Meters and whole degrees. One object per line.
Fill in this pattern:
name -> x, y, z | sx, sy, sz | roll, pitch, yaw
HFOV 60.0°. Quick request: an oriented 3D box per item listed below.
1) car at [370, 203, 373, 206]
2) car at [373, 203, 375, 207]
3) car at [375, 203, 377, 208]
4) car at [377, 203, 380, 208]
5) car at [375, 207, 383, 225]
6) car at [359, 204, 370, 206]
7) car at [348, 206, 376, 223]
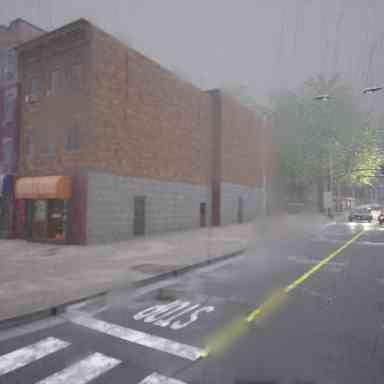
car -> 33.430, 3.280, 64.803 | 2.008, 1.369, 4.403 | 1, -1, 32
car -> 36.320, 3.429, 69.421 | 1.947, 1.339, 4.313 | 1, -1, 32
car -> 42.099, 3.722, 78.659 | 1.802, 1.307, 4.206 | 1, -1, 32
car -> 44.995, 3.597, 83.282 | 2.192, 1.841, 5.009 | 1, -1, 32
car -> 18.920, 2.420, 31.657 | 1.895, 1.301, 4.718 | -1, -2, 33
car -> 29.624, 3.106, 58.770 | 2.008, 1.369, 4.403 | 1, -1, 32
car -> 17.908, 2.471, 35.231 | 1.994, 1.385, 4.181 | -1, -2, 32
